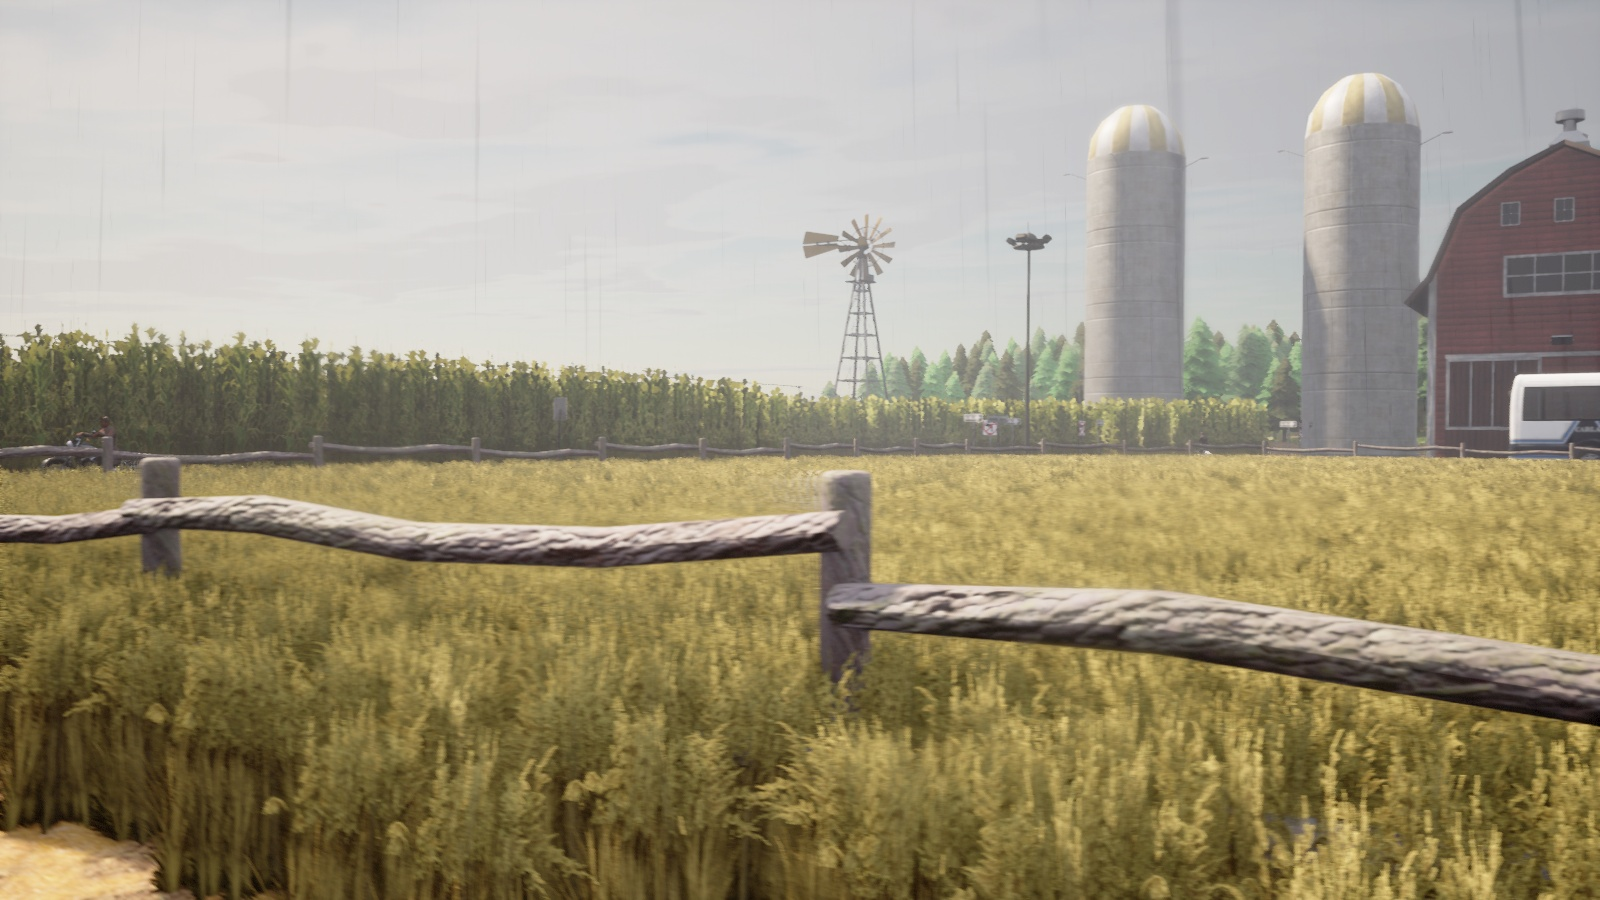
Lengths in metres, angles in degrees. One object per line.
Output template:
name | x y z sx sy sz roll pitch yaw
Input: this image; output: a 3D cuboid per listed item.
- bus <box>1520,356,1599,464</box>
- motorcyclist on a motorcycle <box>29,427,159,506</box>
bus | 34.666 -1.636 50.035 10.273 4.253 3.944 -1 1 31
motorcyclist on a motorcycle | -15.301 0.337 27.276 0.766 1.649 2.350 0 1 34
